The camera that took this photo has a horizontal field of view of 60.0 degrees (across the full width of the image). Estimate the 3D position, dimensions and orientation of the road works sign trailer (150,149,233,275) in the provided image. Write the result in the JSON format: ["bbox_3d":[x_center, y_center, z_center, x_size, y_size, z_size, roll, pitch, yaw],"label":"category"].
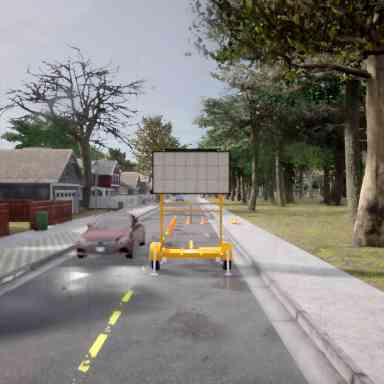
[{"bbox_3d":[-0.022,0.464,10.375,2.380,3.560,2.880,0,0,0],"label":"road works sign trailer"}]

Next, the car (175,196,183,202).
[{"bbox_3d":[-2.921,1.592,77.297,2.033,1.411,5.357,0,0,0],"label":"car"}]

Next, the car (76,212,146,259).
[{"bbox_3d":[-2.863,1.525,12.685,1.812,1.442,4.674,0,0,0],"label":"car"}]
